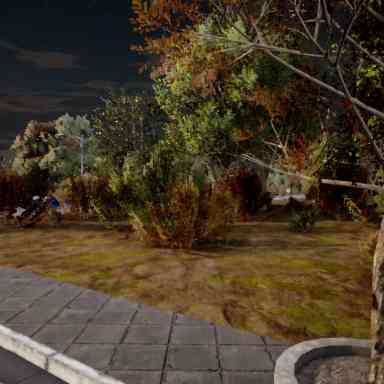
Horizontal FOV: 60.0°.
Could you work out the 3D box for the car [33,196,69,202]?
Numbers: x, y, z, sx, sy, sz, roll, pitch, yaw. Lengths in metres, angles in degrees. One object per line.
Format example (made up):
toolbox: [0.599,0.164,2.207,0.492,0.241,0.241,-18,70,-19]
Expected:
car: [-17.572,1.245,41.306,1.882,1.535,5.008,0,0,32]

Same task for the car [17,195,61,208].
car: [-20.087,1.221,43.881,1.882,1.535,5.008,0,0,32]
